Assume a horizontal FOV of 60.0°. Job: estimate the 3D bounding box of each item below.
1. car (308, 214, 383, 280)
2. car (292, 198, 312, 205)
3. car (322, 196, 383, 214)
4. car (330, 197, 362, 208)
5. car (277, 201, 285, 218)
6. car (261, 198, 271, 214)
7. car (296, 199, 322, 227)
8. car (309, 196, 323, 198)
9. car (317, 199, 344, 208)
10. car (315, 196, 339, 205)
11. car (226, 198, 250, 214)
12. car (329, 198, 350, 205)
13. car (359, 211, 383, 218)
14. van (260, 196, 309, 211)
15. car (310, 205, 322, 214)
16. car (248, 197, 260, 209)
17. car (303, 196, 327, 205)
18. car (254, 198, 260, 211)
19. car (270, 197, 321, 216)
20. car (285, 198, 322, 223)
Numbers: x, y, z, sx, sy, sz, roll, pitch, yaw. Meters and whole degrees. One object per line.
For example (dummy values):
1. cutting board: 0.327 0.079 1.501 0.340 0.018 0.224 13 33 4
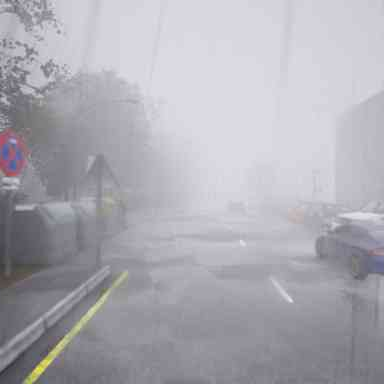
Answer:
1. car: 5.307 1.635 10.184 1.812 1.442 4.674 1 0 2
2. car: 27.160 2.309 81.996 2.163 1.488 4.792 1 -1 -20
3. car: 9.640 1.432 16.348 5.566 2.045 2.435 2 0 -18
4. car: 29.962 1.991 65.045 2.435 2.045 5.566 0 1 -20
5. car: 10.034 1.777 28.364 4.674 1.452 2.002 2 0 -18
6. car: 10.207 1.767 34.373 5.008 1.535 2.097 2 -1 -18
7. car: 9.818 1.582 22.359 4.553 1.767 2.185 2 0 -18
8. car: 24.079 1.893 65.018 2.435 2.045 5.566 1 0 -20
9. car: 26.992 2.222 65.048 2.163 1.488 4.792 0 1 -20
10. car: 33.248 2.129 81.941 2.435 2.045 5.566 2 -1 -20
11. car: 5.022 1.709 38.396 2.128 1.511 4.902 1 0 2
12. car: 36.244 2.306 81.983 2.185 1.767 4.553 2 -1 -20
13. car: 9.535 1.702 13.347 4.792 1.488 2.163 2 0 -18
14. van: 10.418 1.560 37.415 4.442 1.987 1.878 2 -1 -18
15. car: 9.727 1.725 19.346 4.792 1.488 2.163 2 0 -18
16. car: 10.295 1.805 43.319 5.366 1.575 1.946 2 0 -18
17. car: 30.188 2.079 81.992 2.435 2.045 5.566 1 -1 -20
18. car: 10.393 1.838 40.373 4.674 1.452 2.002 2 0 -18
19. car: 10.161 1.627 31.371 4.553 1.767 2.185 2 0 -18
20. car: 9.912 1.596 25.359 4.553 1.767 2.185 2 0 -18
